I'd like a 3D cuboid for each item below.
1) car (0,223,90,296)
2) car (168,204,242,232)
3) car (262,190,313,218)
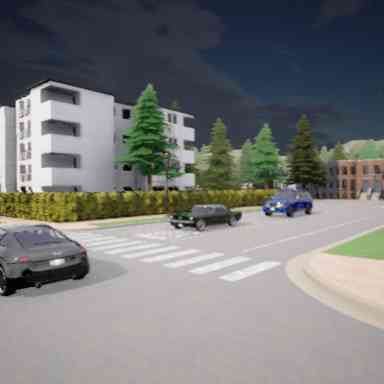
[{"bbox_3d":[-4.478,1.522,8.667,4.181,1.385,1.994,0,1,42],"label":"car"},{"bbox_3d":[0.837,1.404,19.056,1.895,1.301,4.718,0,1,41],"label":"car"},{"bbox_3d":[7.889,0.891,27.039,2.150,2.045,5.566,0,1,42],"label":"car"}]
